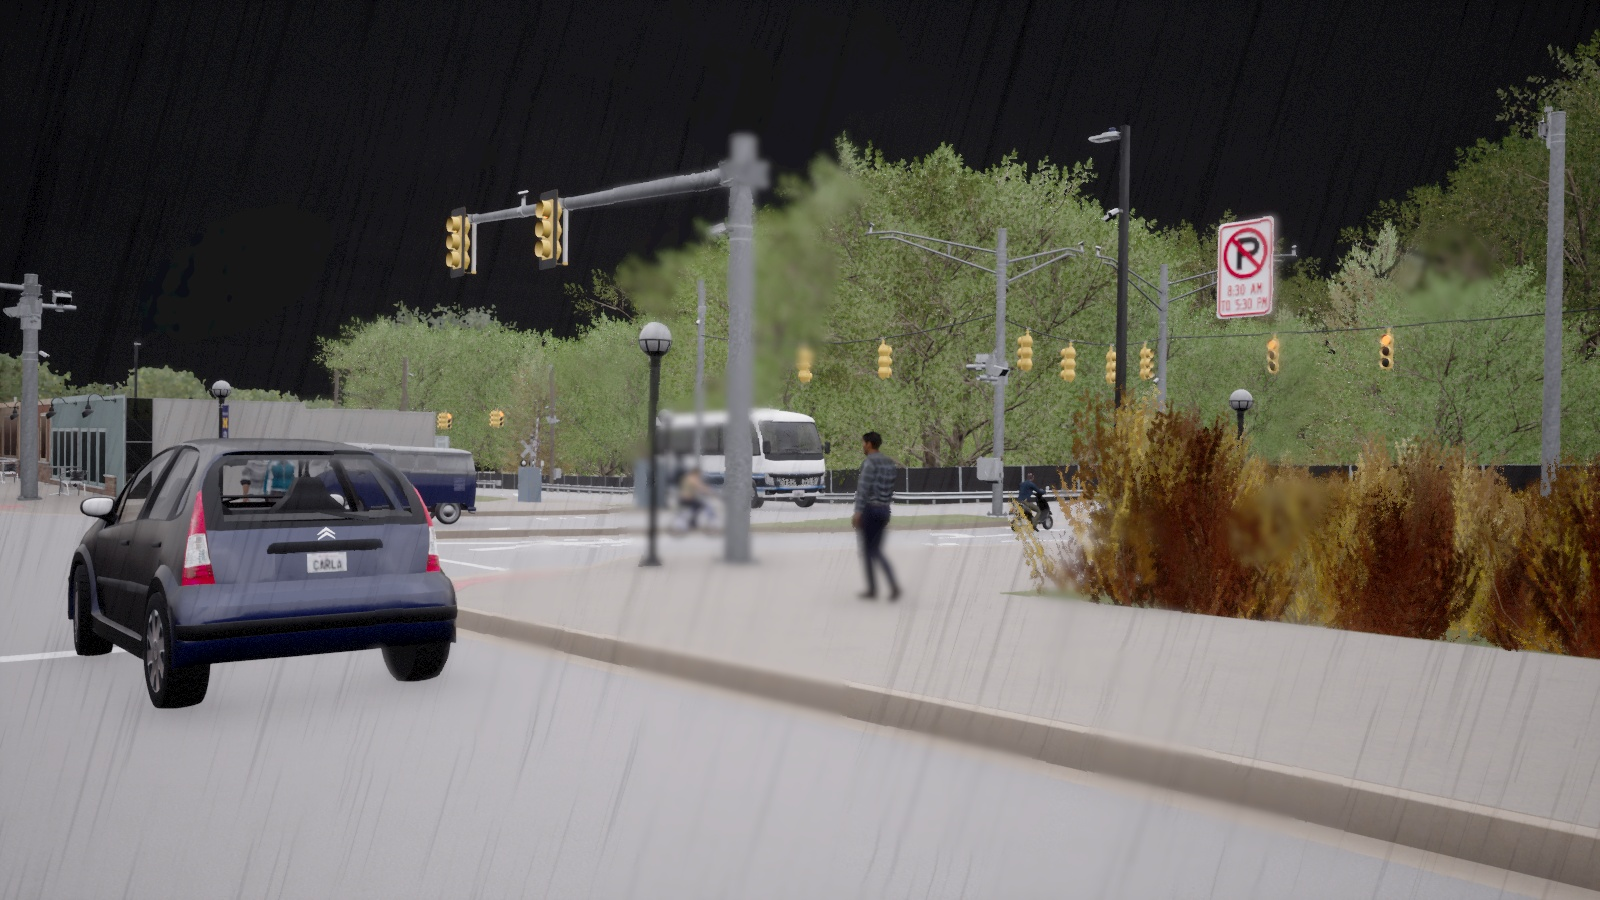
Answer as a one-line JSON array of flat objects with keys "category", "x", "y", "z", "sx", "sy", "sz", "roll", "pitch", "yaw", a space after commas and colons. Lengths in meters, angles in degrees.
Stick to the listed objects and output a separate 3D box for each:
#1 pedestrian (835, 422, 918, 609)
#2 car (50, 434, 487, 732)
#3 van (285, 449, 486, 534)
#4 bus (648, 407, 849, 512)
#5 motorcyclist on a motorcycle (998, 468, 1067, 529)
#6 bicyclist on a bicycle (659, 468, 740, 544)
[{"category": "pedestrian", "x": 0.818, "y": 0.675, "z": 13.438, "sx": 0.788, "sy": 1.949, "sz": 0.423, "roll": 0, "pitch": 1, "yaw": 42}, {"category": "car", "x": -3.969, "y": 0.760, "z": 8.959, "sx": 1.851, "sy": 1.617, "sz": 3.988, "roll": -1, "pitch": -1, "yaw": -38}, {"category": "van", "x": -10.428, "y": 1.055, "z": 31.788, "sx": 4.442, "sy": 1.987, "sz": 1.775, "roll": 2, "pitch": -2, "yaw": -41}, {"category": "bus", "x": -2.556, "y": 0.479, "z": 56.287, "sx": 3.944, "sy": 4.253, "sz": 10.273, "roll": -1, "pitch": -1, "yaw": -35}, {"category": "motorcyclist on a motorcycle", "x": 6.380, "y": 1.320, "z": 34.445, "sx": 1.817, "sy": 1.590, "sz": 0.866, "roll": -1, "pitch": 0, "yaw": -39}, {"category": "bicyclist on a bicycle", "x": -2.201, "y": 1.205, "z": 27.519, "sx": 1.509, "sy": 1.612, "sz": 0.866, "roll": 1, "pitch": -1, "yaw": -39}]
